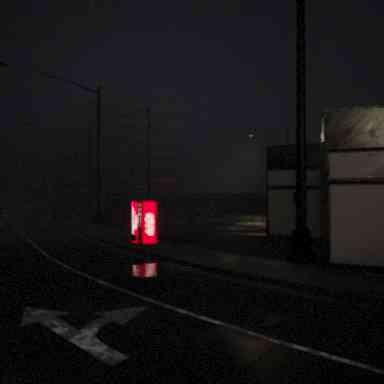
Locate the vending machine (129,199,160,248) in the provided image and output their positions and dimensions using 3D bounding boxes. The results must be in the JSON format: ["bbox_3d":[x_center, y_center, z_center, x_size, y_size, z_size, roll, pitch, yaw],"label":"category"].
[{"bbox_3d":[-2.151,1.355,14.945,1.100,2.100,0.880,0,-1,-35],"label":"vending machine"}]

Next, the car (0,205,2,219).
[{"bbox_3d":[-19.664,1.668,32.280,2.097,1.767,4.553,0,-1,-30],"label":"car"}]
